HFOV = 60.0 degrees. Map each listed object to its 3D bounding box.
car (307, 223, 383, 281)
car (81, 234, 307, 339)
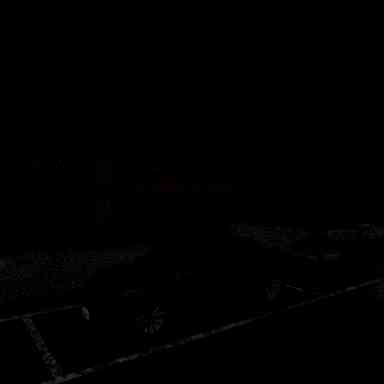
[{"bbox_3d":[4.552,1.582,9.781,4.206,1.307,1.802,0,0,-35],"label":"car"},{"bbox_3d":[0.072,1.566,6.588,4.313,1.339,1.947,0,0,-35],"label":"car"}]
